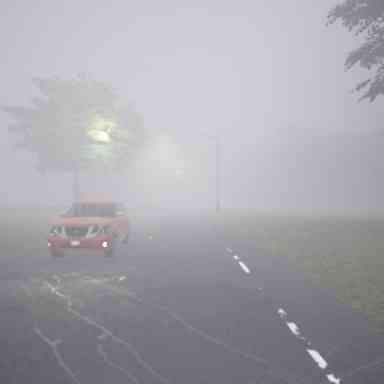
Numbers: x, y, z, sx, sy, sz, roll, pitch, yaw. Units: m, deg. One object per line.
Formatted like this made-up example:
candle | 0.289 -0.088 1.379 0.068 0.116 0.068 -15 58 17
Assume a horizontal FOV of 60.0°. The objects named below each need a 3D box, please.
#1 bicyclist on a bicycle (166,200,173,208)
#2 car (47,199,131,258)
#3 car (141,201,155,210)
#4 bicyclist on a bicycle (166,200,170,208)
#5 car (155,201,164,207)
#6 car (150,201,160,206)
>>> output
bicyclist on a bicycle | -3.931 2.309 62.357 0.866 1.612 1.509 0 -1 -8
car | -3.872 1.312 13.528 2.150 2.045 5.566 0 0 -2
car | -7.263 2.184 53.876 1.812 1.442 4.674 0 -1 -7
bicyclist on a bicycle | -5.048 2.506 69.289 0.582 1.620 1.656 0 -2 -10
car | -7.664 2.787 78.295 1.837 1.490 4.892 0 -2 -11
car | -10.159 3.074 90.641 2.033 1.411 5.357 0 -2 -13
